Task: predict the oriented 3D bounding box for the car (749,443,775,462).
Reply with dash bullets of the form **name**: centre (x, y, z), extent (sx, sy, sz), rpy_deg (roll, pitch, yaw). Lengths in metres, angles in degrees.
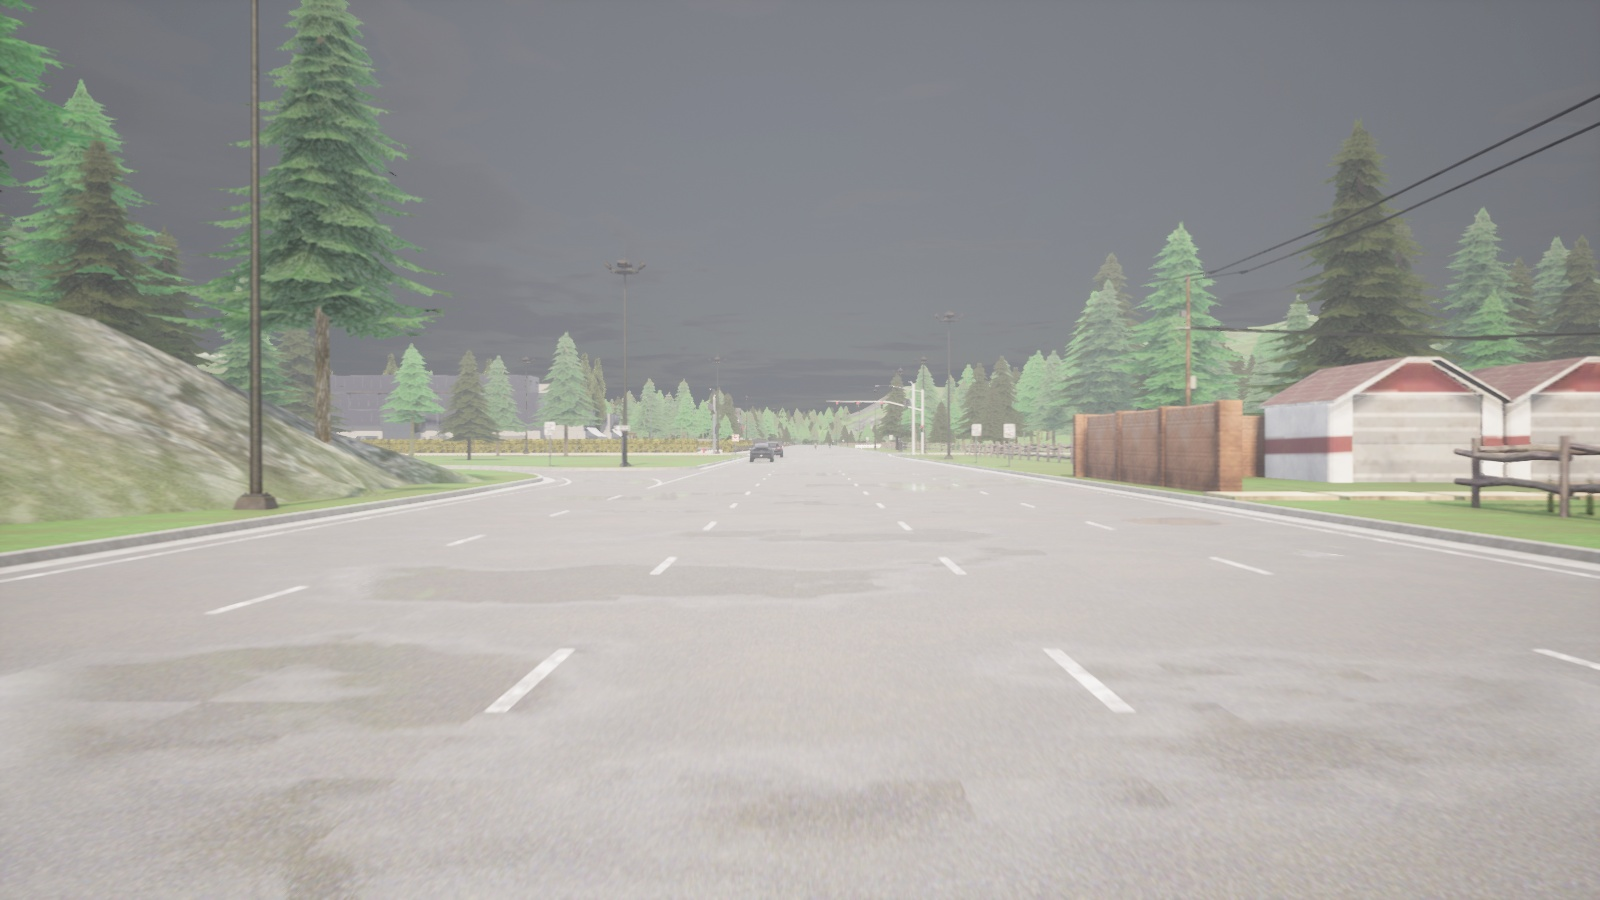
- **car**: centre (-2.983, 0.194, 98.960), extent (1.837, 1.490, 4.892), rpy_deg (0, 0, 0)
